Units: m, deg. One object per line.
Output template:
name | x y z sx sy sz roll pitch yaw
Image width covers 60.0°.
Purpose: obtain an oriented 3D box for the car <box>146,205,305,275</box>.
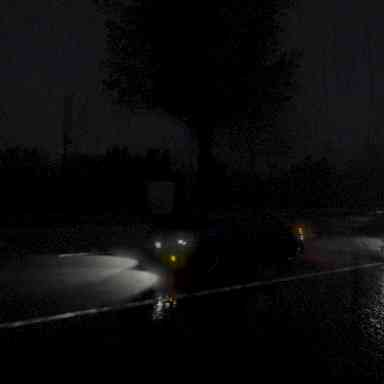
car | 0.953 1.067 8.677 4.181 1.385 1.994 1 4 -31
